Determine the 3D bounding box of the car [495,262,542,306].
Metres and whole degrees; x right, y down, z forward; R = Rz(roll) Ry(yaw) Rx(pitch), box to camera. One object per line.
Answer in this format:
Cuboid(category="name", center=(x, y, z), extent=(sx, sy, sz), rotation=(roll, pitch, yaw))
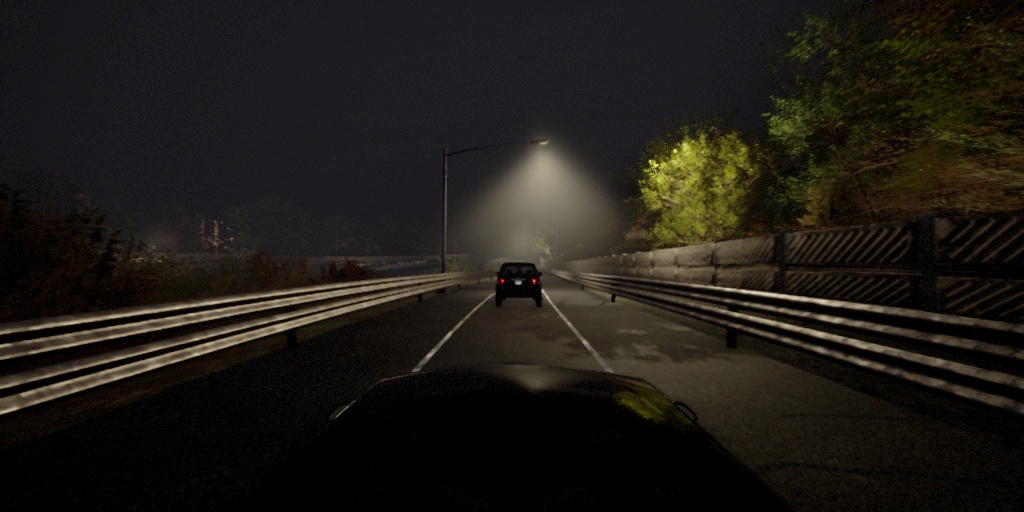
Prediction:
Cuboid(category="car", center=(0.369, 1.352, 18.201), extent=(2.150, 2.045, 5.566), rotation=(0, -2, 2))
